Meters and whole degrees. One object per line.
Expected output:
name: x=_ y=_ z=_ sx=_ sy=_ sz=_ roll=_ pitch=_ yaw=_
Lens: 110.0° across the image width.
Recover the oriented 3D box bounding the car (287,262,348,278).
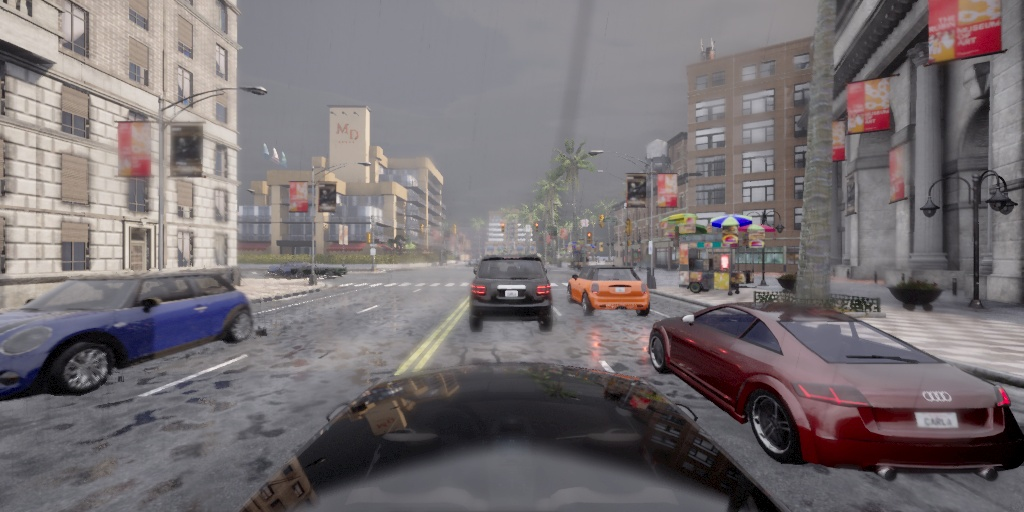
car: x=-17.933 y=1.351 z=33.479 sx=4.718 sy=1.301 sz=1.895 roll=0 pitch=0 yaw=7

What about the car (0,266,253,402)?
car: x=-7.152 y=1.102 z=6.550 sx=2.097 sy=1.767 sz=4.553 roll=0 pitch=0 yaw=-1

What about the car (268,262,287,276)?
car: x=-22.284 y=1.297 z=37.393 sx=5.357 sy=1.411 sz=2.033 roll=0 pitch=0 yaw=-1

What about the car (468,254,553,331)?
car: x=-0.043 y=0.971 z=11.085 sx=2.150 sy=2.045 sz=5.566 roll=0 pitch=0 yaw=-1

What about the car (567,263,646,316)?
car: x=3.432 y=1.102 z=13.570 sx=2.097 sy=1.767 sz=4.553 roll=0 pitch=0 yaw=-1

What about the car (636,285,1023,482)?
car: x=3.478 y=1.314 z=4.938 sx=1.994 sy=1.385 sz=4.181 roll=0 pitch=0 yaw=0

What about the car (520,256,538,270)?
car: x=2.583 y=0.971 z=53.055 sx=2.150 sy=2.045 sz=5.566 roll=1 pitch=0 yaw=9
